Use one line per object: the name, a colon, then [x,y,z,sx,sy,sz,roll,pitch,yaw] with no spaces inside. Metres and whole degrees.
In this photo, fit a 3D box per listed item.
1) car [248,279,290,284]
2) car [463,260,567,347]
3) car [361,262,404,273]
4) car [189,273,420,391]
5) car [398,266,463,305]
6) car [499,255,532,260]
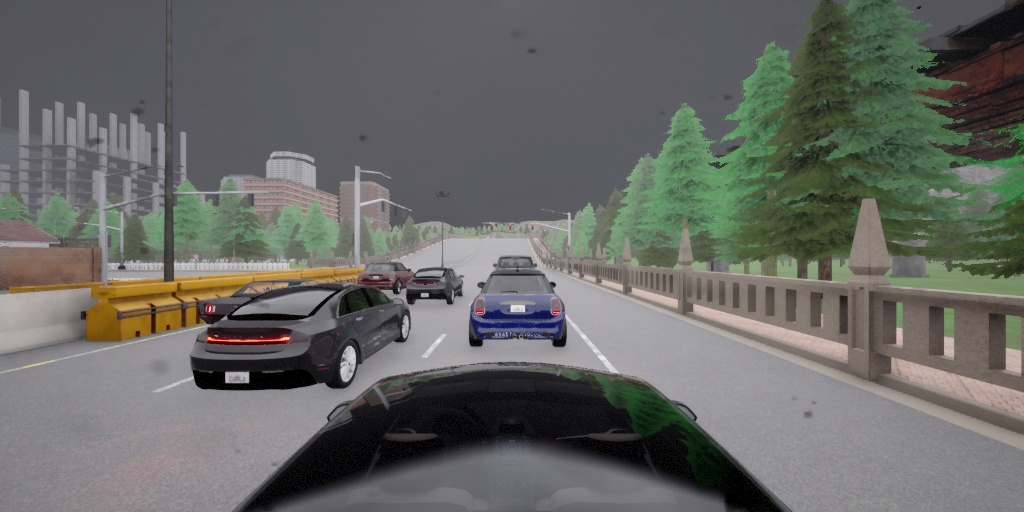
car: [-6.860,1.351,11.172,1.895,1.301,4.718,0,0,0]
car: [0.129,1.102,9.492,2.097,1.767,4.553,0,0,0]
car: [-6.873,1.102,20.165,2.097,1.767,4.553,0,0,-1]
car: [-3.381,1.255,6.854,1.837,1.490,4.892,0,0,0]
car: [-3.342,1.255,16.175,1.837,1.490,4.892,0,0,0]
car: [0.169,0.972,18.982,2.150,2.045,5.566,0,0,0]
